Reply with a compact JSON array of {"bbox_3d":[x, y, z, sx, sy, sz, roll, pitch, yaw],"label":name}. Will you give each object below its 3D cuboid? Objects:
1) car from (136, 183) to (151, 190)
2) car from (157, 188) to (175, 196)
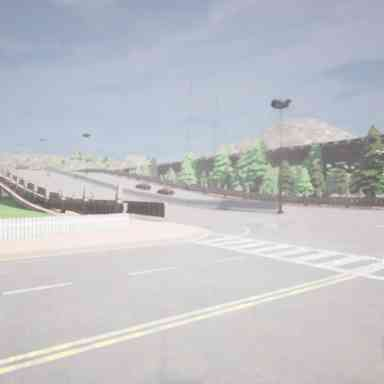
[{"bbox_3d":[-10.852,-1.327,74.450,2.128,1.511,4.902,0,7,-37],"label":"car"},{"bbox_3d":[-5.195,-0.149,66.998,1.812,1.442,4.674,0,7,-37],"label":"car"}]
